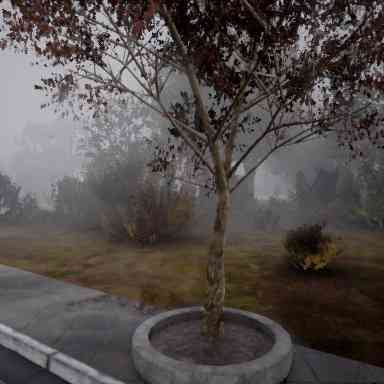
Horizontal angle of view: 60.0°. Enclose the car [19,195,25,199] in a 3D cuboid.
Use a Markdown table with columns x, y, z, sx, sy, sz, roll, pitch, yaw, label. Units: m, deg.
| x | y | z | sx | sy | sz | roll | pitch | yaw | label |
| --- | --- | --- | --- | --- | --- | --- | --- | --- | --- |
| -22.628 | 1.174 | 43.321 | 1.837 | 1.490 | 4.892 | 1 | 0 | 32 | car |
